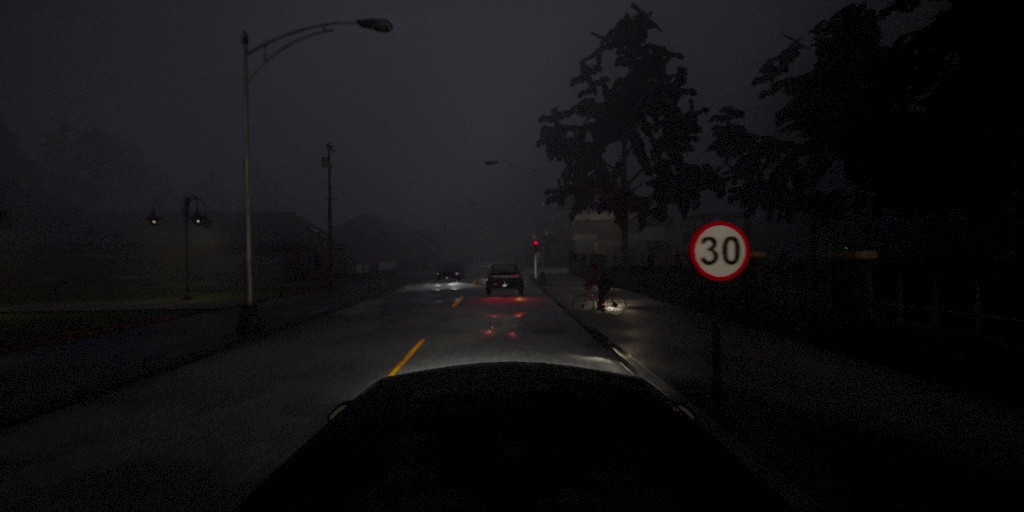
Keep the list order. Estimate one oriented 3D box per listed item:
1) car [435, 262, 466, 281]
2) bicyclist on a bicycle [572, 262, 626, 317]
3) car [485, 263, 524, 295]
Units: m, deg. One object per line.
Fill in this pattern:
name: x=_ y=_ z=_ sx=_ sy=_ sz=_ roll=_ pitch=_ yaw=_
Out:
car: x=-4.759 y=1.161 z=28.436 sx=2.033 sy=1.411 sz=5.357 roll=-1 pitch=0 yaw=-2
bicyclist on a bicycle: x=2.575 y=1.008 z=10.645 sx=1.656 sy=1.620 sz=0.582 roll=-1 pitch=0 yaw=-2
car: x=-0.385 y=1.122 z=18.804 sx=2.128 sy=1.511 sz=4.902 roll=-1 pitch=0 yaw=-1
